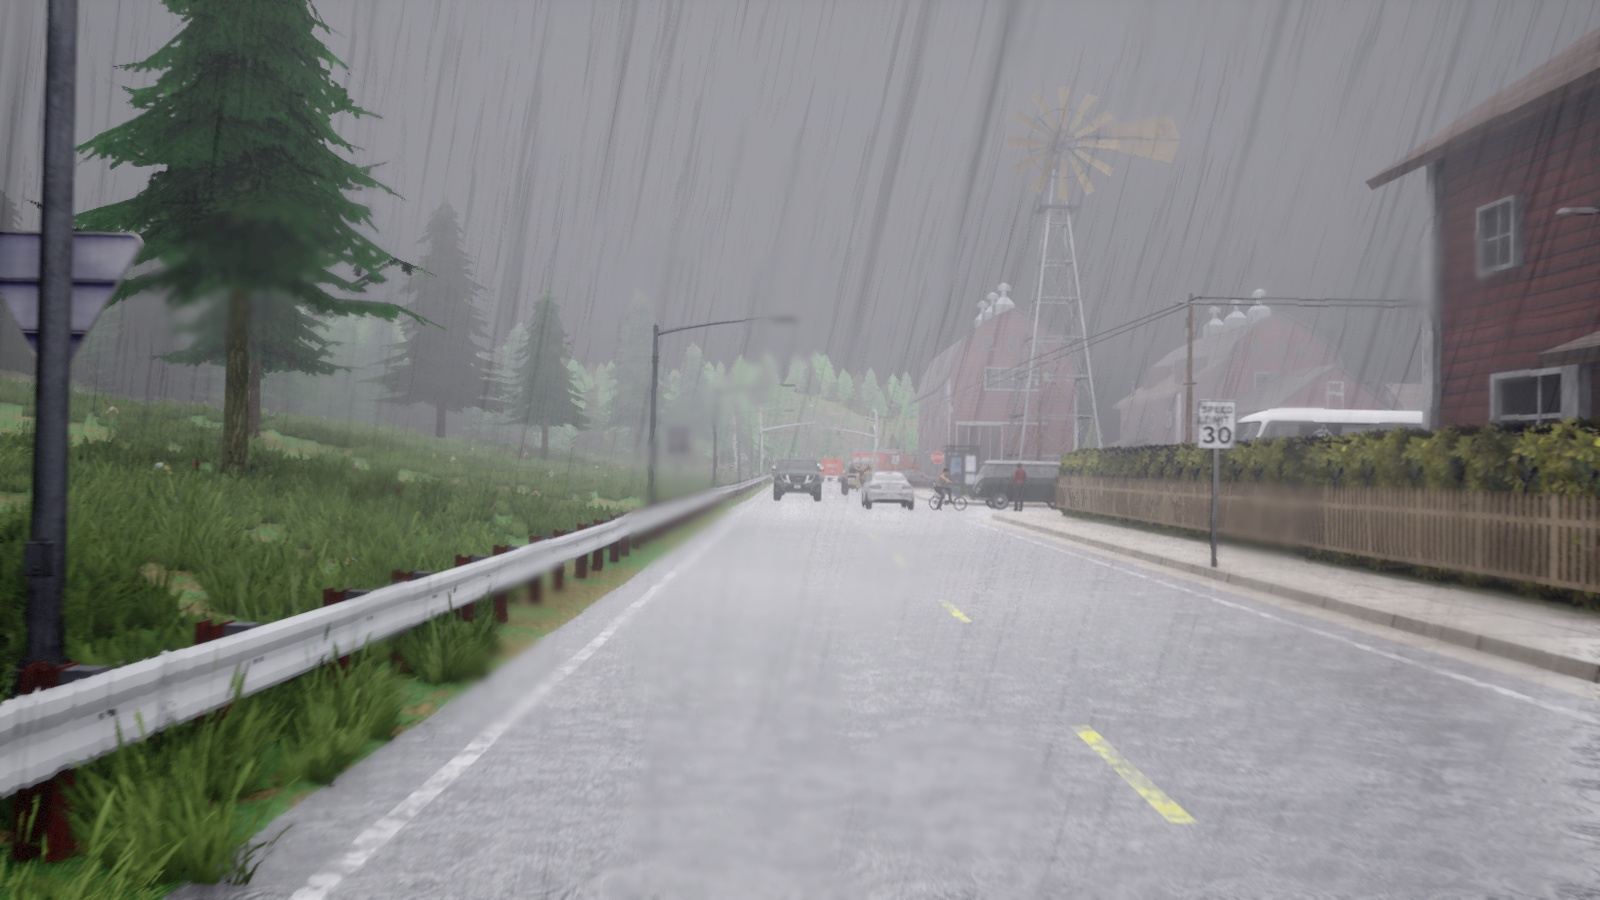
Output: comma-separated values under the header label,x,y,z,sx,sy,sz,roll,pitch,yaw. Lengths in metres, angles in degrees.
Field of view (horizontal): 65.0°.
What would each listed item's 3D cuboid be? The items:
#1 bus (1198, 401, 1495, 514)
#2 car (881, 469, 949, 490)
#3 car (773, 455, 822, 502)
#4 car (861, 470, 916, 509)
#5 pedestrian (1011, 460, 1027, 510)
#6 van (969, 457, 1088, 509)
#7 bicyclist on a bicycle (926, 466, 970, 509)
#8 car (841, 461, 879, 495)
label,x,y,z,sx,sy,sz,roll,pitch,yaw
bus,21.879,0.317,50.752,10.273,4.253,3.944,1,-1,0
car,8.264,2.085,90.014,4.674,1.442,1.812,0,-1,9
car,-0.094,1.296,58.623,2.150,2.045,5.566,1,-1,0
car,3.420,1.517,49.163,1.812,1.442,4.674,1,-1,0
pedestrian,8.122,1.290,46.545,0.331,1.846,0.636,1,-1,-16
van,9.177,1.319,50.595,4.442,1.987,1.775,1,-1,-2
bicyclist on a bicycle,5.644,1.434,47.921,1.509,1.612,0.866,0,-1,20
car,3.378,1.595,71.724,1.932,1.855,4.605,1,-1,0
